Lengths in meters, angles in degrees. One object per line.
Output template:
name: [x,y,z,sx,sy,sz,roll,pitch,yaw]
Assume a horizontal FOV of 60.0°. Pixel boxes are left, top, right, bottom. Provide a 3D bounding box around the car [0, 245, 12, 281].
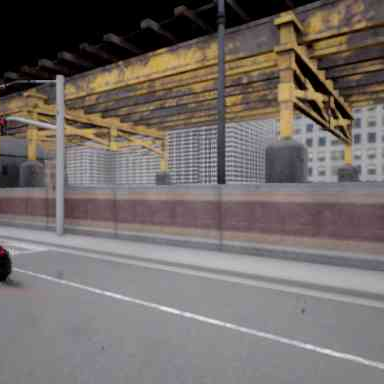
car: [-6.497,1.573,8.599,4.181,1.385,1.994,0,0,36]
